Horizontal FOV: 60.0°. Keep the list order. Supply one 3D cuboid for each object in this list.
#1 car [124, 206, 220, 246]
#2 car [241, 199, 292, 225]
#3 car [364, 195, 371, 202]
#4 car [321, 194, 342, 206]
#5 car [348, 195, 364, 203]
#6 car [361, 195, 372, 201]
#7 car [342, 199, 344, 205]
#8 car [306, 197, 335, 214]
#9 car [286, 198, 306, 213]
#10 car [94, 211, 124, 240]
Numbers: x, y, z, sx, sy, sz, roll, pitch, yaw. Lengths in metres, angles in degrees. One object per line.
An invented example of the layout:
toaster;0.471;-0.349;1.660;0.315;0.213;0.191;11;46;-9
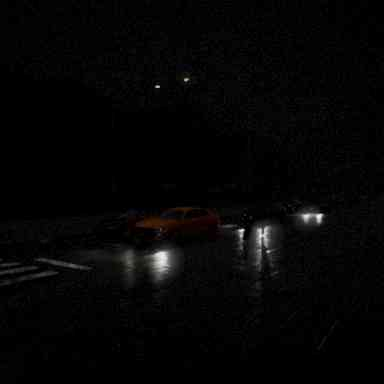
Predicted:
car;-0.544;1.436;15.413;1.882;1.535;5.008;0;0;35
car;5.175;1.447;23.556;1.837;1.490;4.892;0;0;35
car;39.522;1.480;76.878;1.752;1.417;4.829;0;0;35
car;20.035;1.244;49.129;2.192;1.841;5.009;0;0;35
car;33.092;1.503;67.721;1.947;1.339;4.313;0;0;35
car;42.884;1.513;81.665;1.887;1.381;4.507;0;0;35
car;23.300;1.494;53.777;1.947;1.339;4.313;0;0;35
car;13.132;1.493;34.851;1.994;1.385;4.181;0;0;35
car;10.242;1.373;35.185;1.967;1.590;4.097;0;0;35
car;-2.814;1.511;16.594;2.008;1.369;4.403;0;0;35
